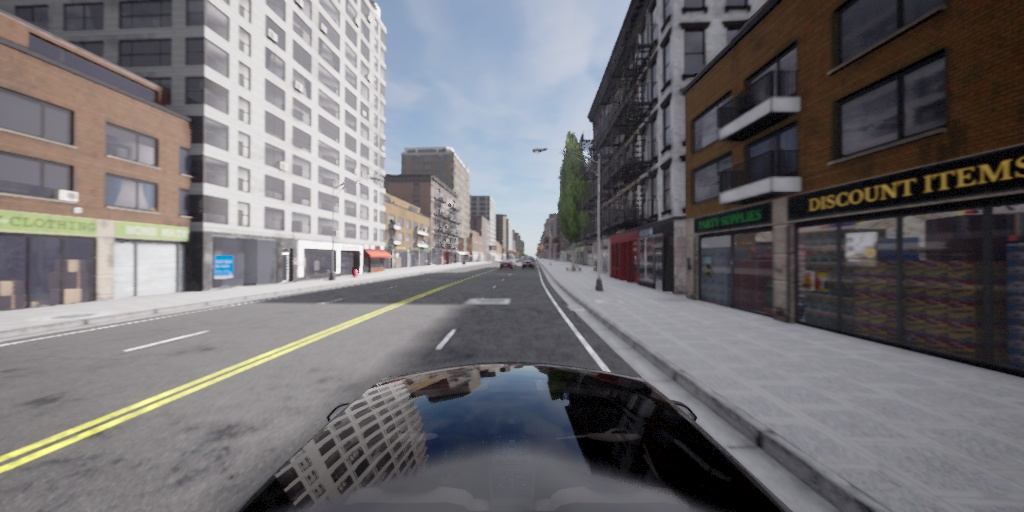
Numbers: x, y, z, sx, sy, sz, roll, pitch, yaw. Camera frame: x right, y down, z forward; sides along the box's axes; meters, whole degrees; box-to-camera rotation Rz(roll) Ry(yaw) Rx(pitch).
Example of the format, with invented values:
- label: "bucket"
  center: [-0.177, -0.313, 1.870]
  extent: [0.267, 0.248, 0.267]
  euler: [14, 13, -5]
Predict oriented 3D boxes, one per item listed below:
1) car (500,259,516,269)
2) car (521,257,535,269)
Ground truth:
- label: "car"
  center: [-0.815, 1.270, 55.704]
  extent: [1.882, 1.535, 5.008]
  euler: [0, 0, 4]
- label: "car"
  center: [2.501, 1.301, 56.658]
  extent: [1.837, 1.490, 4.892]
  euler: [0, 0, 4]
